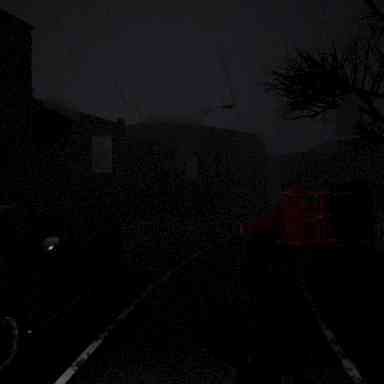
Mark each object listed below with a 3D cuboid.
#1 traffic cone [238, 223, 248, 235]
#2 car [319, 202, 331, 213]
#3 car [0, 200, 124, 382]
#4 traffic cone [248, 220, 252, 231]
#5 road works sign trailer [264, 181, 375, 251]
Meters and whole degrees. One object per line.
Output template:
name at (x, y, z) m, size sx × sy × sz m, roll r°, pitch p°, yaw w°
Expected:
traffic cone at (2.625, 1.945, 17.667) m, size 0.340 × 0.580 × 0.340 m, roll 1°, pitch 0°, yaw 23°
car at (15.357, 1.606, 35.119) m, size 4.181 × 1.385 × 1.994 m, roll 0°, pitch 1°, yaw -35°
car at (-2.998, 1.210, 5.789) m, size 2.150 × 2.045 × 5.566 m, roll 0°, pitch 0°, yaw 9°
traffic cone at (3.406, 1.946, 19.508) m, size 0.340 × 0.580 × 0.340 m, roll 1°, pitch 0°, yaw 23°
road works sign trailer at (4.690, 0.942, 12.340) m, size 2.880 × 2.380 × 3.560 m, roll -2°, pitch -2°, yaw -45°
